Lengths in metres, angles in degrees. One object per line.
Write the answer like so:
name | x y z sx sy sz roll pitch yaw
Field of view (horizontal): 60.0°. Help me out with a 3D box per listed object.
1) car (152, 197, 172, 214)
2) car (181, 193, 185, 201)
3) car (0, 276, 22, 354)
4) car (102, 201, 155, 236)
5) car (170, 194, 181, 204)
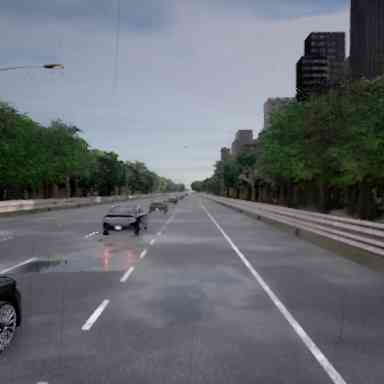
car | -3.543 1.510 36.264 1.837 1.490 4.892 0 0 0
car | -3.615 1.414 89.914 2.097 1.767 4.553 0 0 0
car | -3.494 1.476 3.128 2.128 1.511 4.902 0 0 0
car | -3.515 1.481 18.263 2.128 1.511 4.902 0 0 0
car | -3.576 1.549 62.263 1.837 1.490 4.892 0 0 0
